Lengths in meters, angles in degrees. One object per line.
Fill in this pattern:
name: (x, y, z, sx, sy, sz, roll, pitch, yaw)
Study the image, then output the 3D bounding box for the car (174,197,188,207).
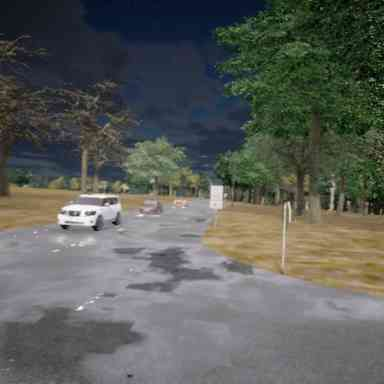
car: (-1.912, 1.633, 58.602, 2.097, 1.767, 4.553, 3, 0, 6)

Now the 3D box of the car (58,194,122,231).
car: (-6.002, 1.158, 20.474, 2.150, 2.045, 5.566, 3, 0, 6)

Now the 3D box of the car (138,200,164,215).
car: (-4.360, 1.615, 36.248, 1.812, 1.442, 4.674, 3, 0, 6)
